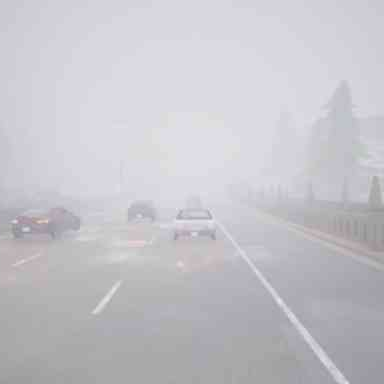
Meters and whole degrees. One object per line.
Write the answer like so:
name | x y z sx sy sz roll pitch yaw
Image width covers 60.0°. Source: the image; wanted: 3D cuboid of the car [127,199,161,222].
car | -3.383 1.276 23.745 1.837 1.490 4.892 0 0 0

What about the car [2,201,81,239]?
car | -6.890 1.374 16.104 1.812 1.442 4.674 0 0 0

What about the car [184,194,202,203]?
car | 0.127 1.050 39.694 1.837 1.490 4.892 0 1 0

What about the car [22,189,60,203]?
car | -17.546 0.753 39.850 2.150 2.045 5.566 0 2 0

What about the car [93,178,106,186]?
car | -20.905 -2.363 75.205 1.882 1.535 5.008 0 7 0

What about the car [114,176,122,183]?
car | -17.379 -2.944 79.413 2.128 1.511 4.902 0 7 0

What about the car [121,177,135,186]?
car | -13.909 -2.209 74.447 2.033 1.411 5.357 0 7 0

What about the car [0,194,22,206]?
car | -21.040 1.019 40.051 2.128 1.511 4.902 0 2 0

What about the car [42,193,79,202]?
car | -14.045 1.170 36.779 2.033 1.411 5.357 0 1 0

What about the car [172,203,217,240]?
car | 0.111 1.447 16.134 1.895 1.301 4.718 0 1 0
